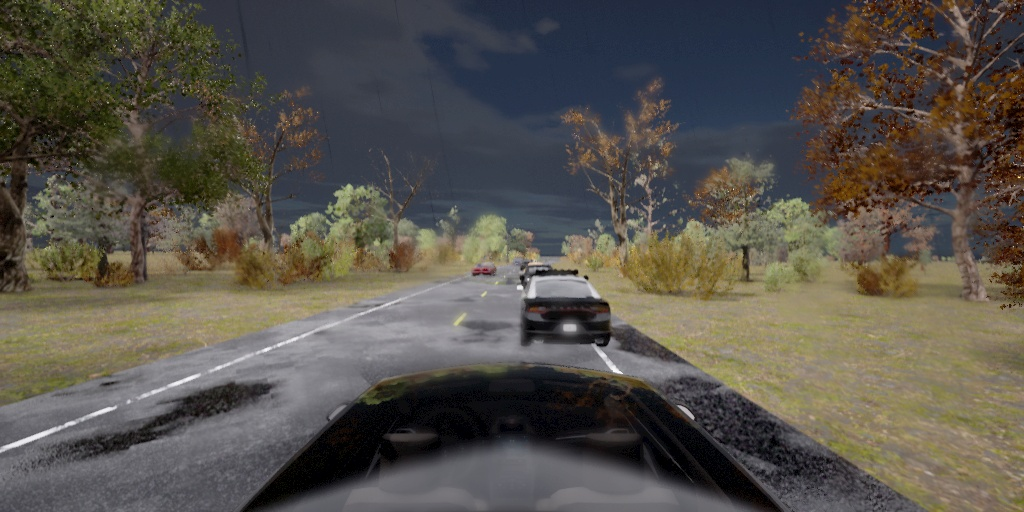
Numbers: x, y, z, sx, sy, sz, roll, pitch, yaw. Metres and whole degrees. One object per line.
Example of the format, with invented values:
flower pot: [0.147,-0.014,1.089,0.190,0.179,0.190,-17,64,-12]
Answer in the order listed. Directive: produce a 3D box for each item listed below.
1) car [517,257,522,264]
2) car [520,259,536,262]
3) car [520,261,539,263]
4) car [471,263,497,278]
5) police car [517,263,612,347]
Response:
car: [2.109,1.193,47.897,1.837,1.490,4.892,0,0,6]
car: [1.685,1.147,25.404,1.801,1.575,5.366,0,0,3]
car: [1.431,1.210,19.245,1.837,1.490,4.892,0,0,2]
car: [-2.536,1.284,33.284,1.895,1.301,4.718,0,0,3]
police car: [1.151,1.154,9.403,1.930,1.638,5.238,0,0,1]
